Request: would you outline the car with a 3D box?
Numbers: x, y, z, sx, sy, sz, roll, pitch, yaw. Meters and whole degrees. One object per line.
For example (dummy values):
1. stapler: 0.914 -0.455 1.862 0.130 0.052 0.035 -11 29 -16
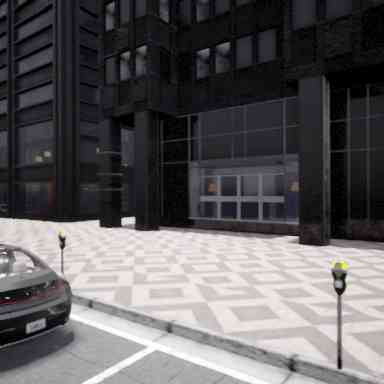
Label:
1. car: -3.880 1.589 5.779 4.403 1.369 2.008 0 0 36
